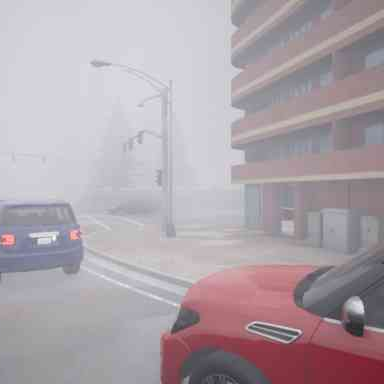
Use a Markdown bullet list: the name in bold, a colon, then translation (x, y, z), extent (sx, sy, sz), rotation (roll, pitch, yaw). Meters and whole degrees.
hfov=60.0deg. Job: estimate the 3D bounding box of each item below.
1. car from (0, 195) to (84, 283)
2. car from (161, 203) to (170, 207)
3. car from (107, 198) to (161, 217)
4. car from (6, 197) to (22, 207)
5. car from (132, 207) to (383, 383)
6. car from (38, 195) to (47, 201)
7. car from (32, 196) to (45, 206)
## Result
- **car**: translation (-4.965, 1.221, 9.841), extent (2.150, 2.045, 5.566), rotation (0, 0, -36)
- **car**: translation (-4.790, 1.603, 35.606), extent (5.357, 1.411, 2.033), rotation (0, 0, -22)
- **car**: translation (-5.681, 1.407, 31.449), extent (4.553, 1.767, 2.097), rotation (0, 0, -22)
- **car**: translation (-28.200, 1.504, 52.733), extent (1.837, 1.490, 4.892), rotation (0, 0, -23)
- **car**: translation (2.322, 1.221, 2.472), extent (5.566, 2.045, 2.150), rotation (0, 0, 36)
- **car**: translation (-37.098, 1.539, 82.537), extent (2.033, 1.411, 5.357), rotation (0, 0, -23)
- **car**: translation (-25.923, 1.477, 56.336), extent (1.882, 1.535, 5.008), rotation (0, 0, -23)
